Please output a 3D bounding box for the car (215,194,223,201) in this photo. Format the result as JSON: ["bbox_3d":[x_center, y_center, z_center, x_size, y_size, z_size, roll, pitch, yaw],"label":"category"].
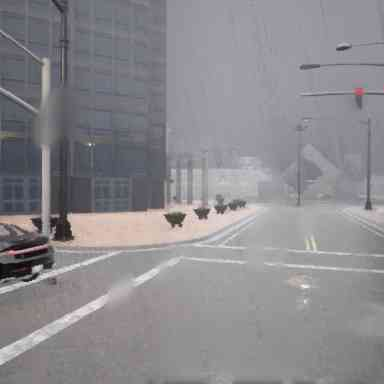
[{"bbox_3d":[6.287,1.217,77.157,1.837,1.490,4.892,0,0,6],"label":"car"}]

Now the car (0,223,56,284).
[{"bbox_3d":[-5.669,1.457,7.977,4.902,1.511,2.128,0,0,17],"label":"car"}]
